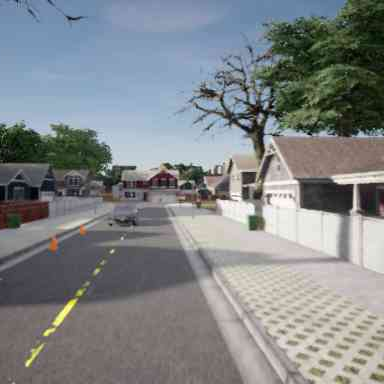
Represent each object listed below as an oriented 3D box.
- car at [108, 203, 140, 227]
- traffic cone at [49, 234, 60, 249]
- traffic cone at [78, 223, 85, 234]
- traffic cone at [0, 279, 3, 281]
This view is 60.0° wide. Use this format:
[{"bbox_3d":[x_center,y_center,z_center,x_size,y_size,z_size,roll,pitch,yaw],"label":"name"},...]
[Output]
[{"bbox_3d":[-4.726,1.544,23.480,1.837,1.490,4.892,0,0,-7],"label":"car"},{"bbox_3d":[-5.620,2.008,13.544,0.340,0.580,0.340,-1,0,-6],"label":"traffic cone"},{"bbox_3d":[-6.123,2.011,18.519,0.340,0.580,0.340,-1,0,-6],"label":"traffic cone"},{"bbox_3d":[-5.117,2.003,8.570,0.340,0.580,0.340,-1,0,-6],"label":"traffic cone"}]
